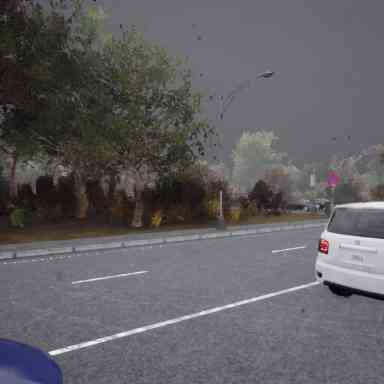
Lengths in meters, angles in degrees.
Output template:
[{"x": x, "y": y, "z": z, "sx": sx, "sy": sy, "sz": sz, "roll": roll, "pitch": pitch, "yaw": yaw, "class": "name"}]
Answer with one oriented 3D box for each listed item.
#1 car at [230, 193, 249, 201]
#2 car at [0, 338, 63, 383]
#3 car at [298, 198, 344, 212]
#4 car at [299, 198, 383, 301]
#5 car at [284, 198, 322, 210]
[{"x": 6.973, "y": 1.211, "z": 47.648, "sx": 2.150, "sy": 2.045, "sz": 5.566, "roll": 0, "pitch": 0, "yaw": -32, "class": "car"}, {"x": -3.051, "y": 1.526, "z": 1.567, "sx": 4.674, "sy": 1.442, "sz": 1.812, "roll": 0, "pitch": 0, "yaw": -36, "class": "car"}, {"x": 15.595, "y": 1.491, "z": 40.550, "sx": 2.128, "sy": 1.511, "sz": 4.902, "roll": 0, "pitch": 0, "yaw": -32, "class": "car"}, {"x": 5.071, "y": 1.221, "z": 7.369, "sx": 5.566, "sy": 2.045, "sz": 2.150, "roll": 0, "pitch": 0, "yaw": -35, "class": "car"}, {"x": 12.565, "y": 1.492, "z": 38.767, "sx": 2.128, "sy": 1.511, "sz": 4.902, "roll": 0, "pitch": 0, "yaw": -33, "class": "car"}]
